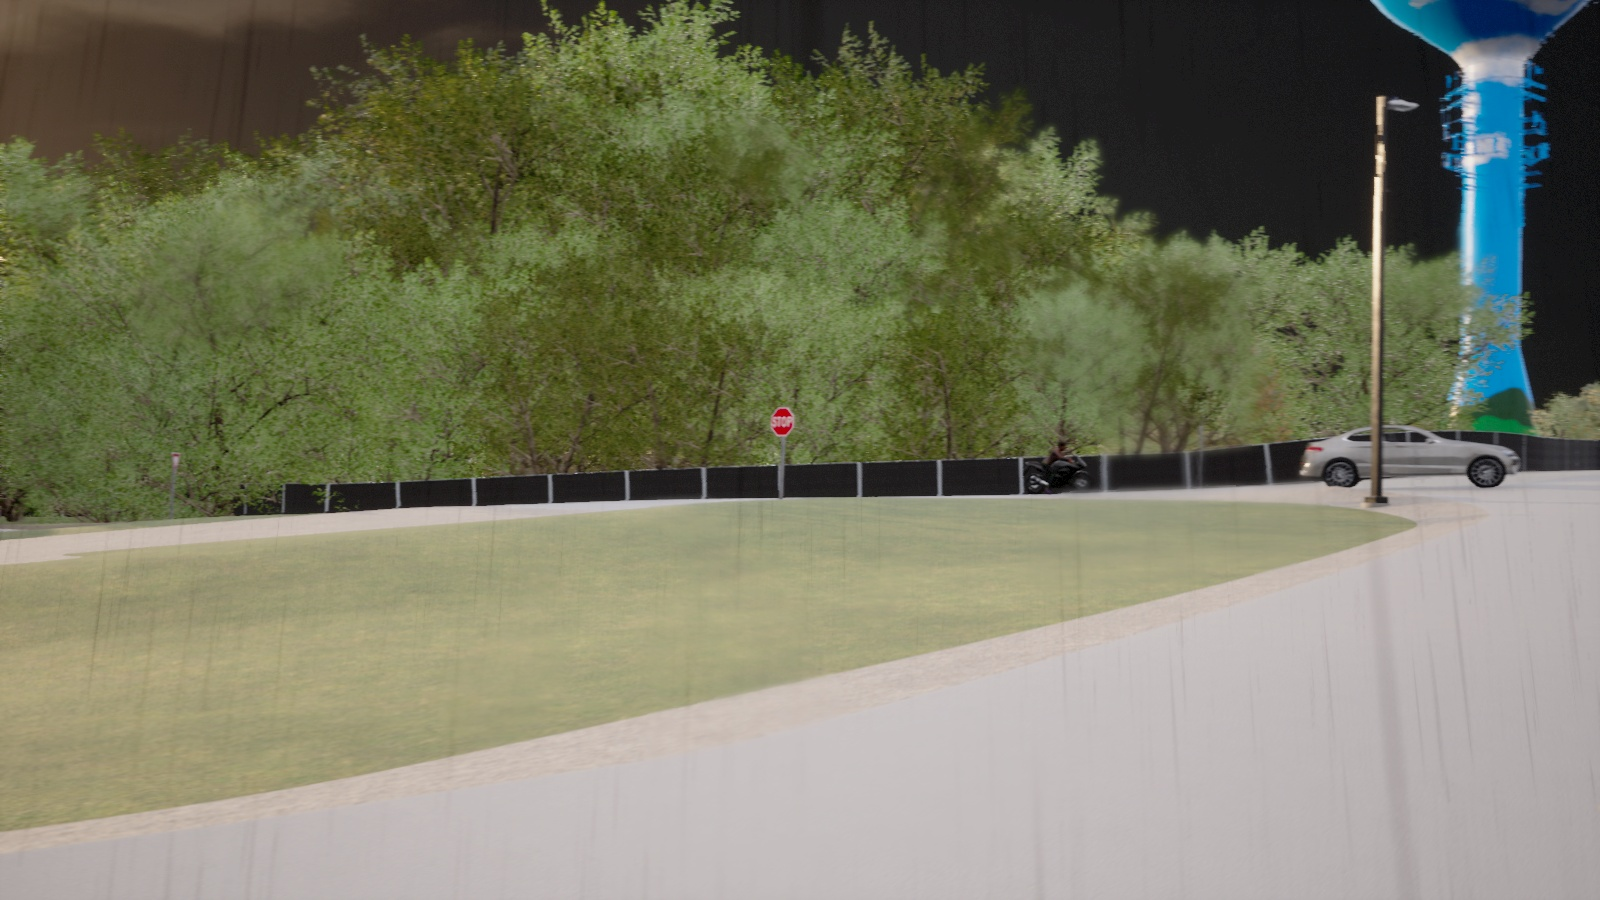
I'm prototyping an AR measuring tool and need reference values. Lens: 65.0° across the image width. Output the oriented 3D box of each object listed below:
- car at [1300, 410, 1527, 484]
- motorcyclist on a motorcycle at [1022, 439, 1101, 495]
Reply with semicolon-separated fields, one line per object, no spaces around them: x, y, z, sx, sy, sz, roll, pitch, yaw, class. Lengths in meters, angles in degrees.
15.621;-0.046;32.167;5.027;1.651;2.152;-2;-1;26;car
7.534;0.494;36.166;2.044;1.523;0.797;-3;-2;26;motorcyclist on a motorcycle
